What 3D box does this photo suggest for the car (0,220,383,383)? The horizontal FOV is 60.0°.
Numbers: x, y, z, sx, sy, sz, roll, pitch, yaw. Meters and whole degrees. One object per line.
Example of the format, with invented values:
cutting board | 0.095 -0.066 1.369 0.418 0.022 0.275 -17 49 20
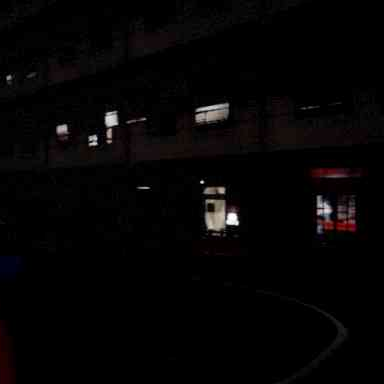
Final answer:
car | -0.334 1.313 3.116 5.009 1.841 2.192 0 0 36
